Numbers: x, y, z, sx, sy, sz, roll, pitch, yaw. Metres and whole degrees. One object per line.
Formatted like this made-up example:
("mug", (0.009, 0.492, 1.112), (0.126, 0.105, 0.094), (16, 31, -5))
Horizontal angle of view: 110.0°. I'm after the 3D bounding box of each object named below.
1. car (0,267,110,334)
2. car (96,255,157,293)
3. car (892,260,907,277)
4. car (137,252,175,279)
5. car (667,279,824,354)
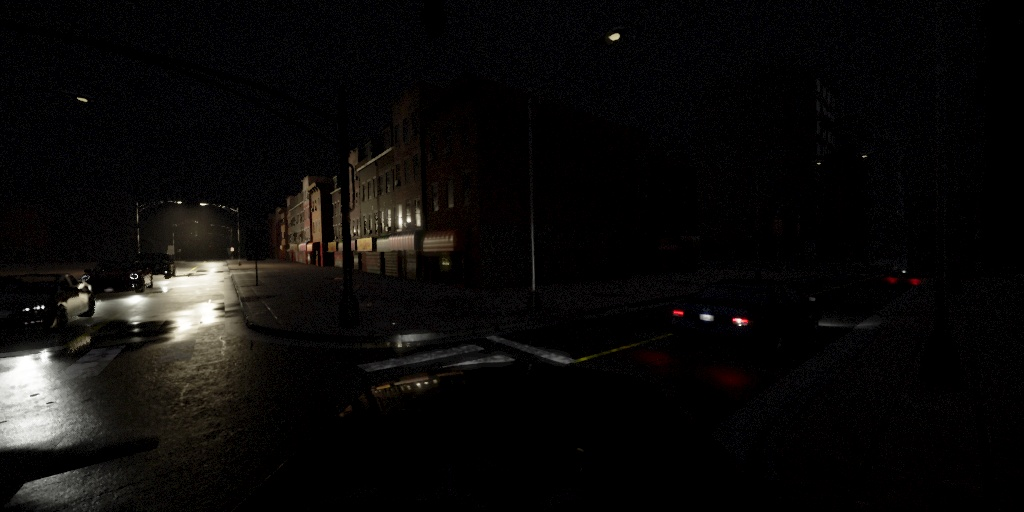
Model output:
("car", (-13.351, 1.261, 9.880), (2.128, 1.511, 4.902), (-2, 2, -39))
("car", (-20.435, 1.001, 18.653), (2.097, 1.767, 4.553), (-2, 2, -39))
("car", (33.626, 1.020, 29.923), (4.674, 1.442, 1.812), (0, 0, -27))
("car", (-27.838, 0.740, 27.832), (2.150, 2.045, 5.566), (-2, 2, -39))
("car", (5.872, 1.268, 8.767), (5.357, 1.411, 2.033), (0, 0, -39))
